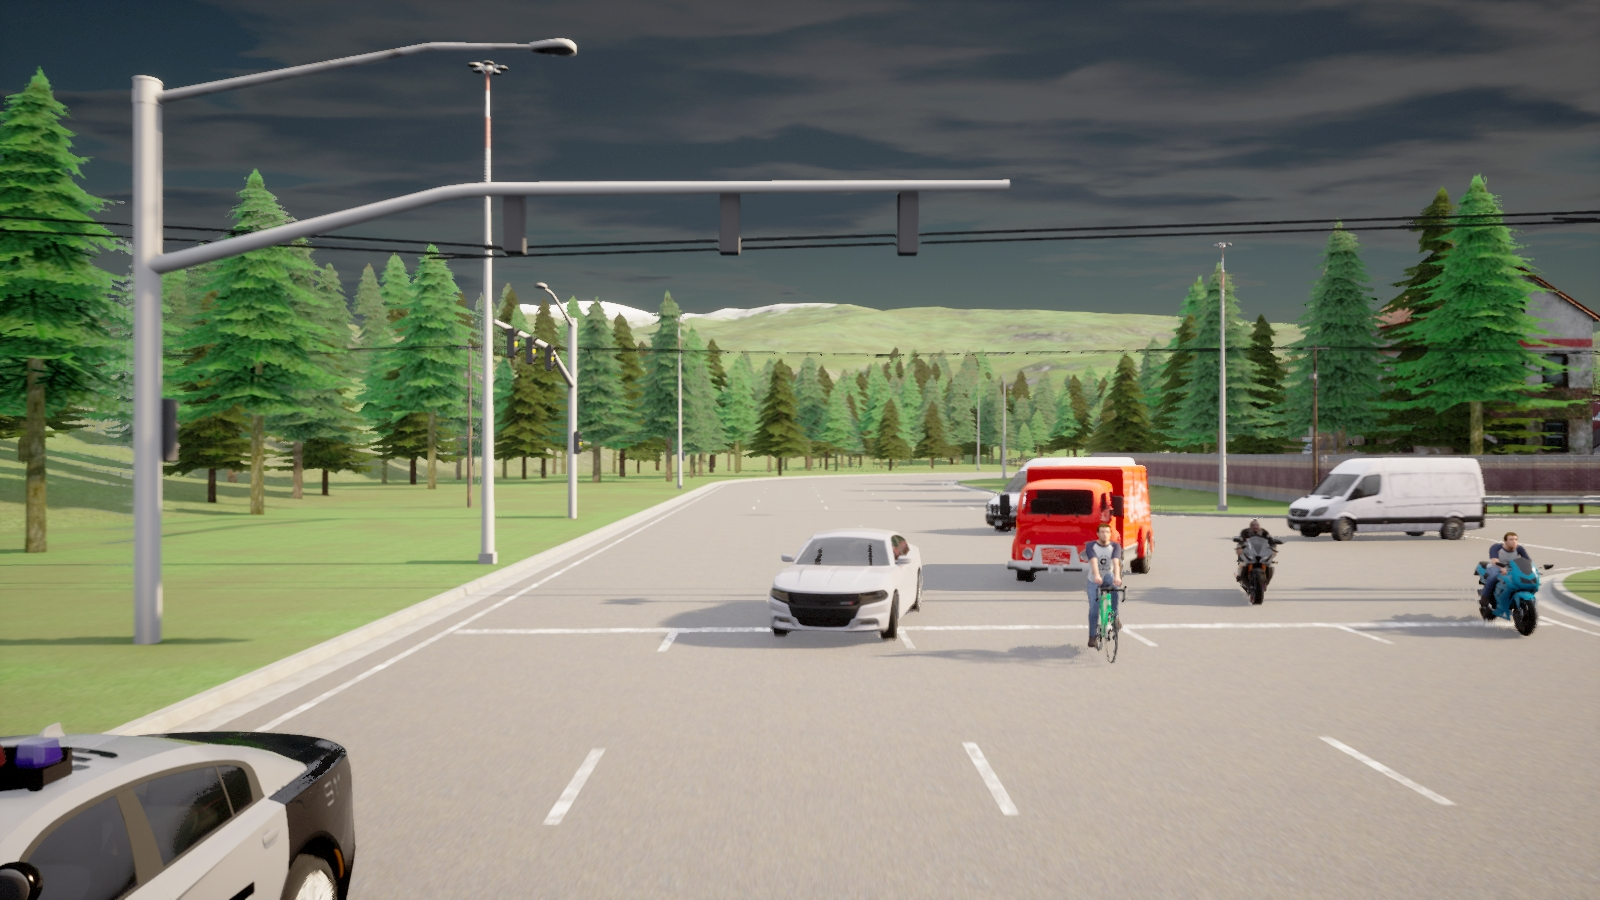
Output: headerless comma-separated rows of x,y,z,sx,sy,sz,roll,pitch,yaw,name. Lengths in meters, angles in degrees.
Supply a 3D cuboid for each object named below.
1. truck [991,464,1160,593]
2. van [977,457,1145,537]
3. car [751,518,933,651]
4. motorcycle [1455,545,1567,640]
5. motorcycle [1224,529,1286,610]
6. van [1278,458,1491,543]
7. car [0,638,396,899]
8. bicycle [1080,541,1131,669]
6.215,1.568,25.203,2.627,2.467,5.204,0,0,25,truck
9.017,1.535,39.244,5.915,2.561,1.988,0,-1,-32,van
0.859,2.034,18.585,2.097,1.535,5.006,0,0,12,car
11.075,2.186,17.884,0.803,1.199,2.033,1,1,11,motorcycle
8.502,2.205,21.434,0.867,1.251,2.209,2,0,17,motorcycle
18.414,1.535,36.104,5.915,2.561,1.988,0,0,-9,van
-3.576,1.982,4.442,2.097,1.638,5.238,0,0,1,car
4.133,2.056,15.522,0.373,1.496,1.643,1,0,5,bicycle
